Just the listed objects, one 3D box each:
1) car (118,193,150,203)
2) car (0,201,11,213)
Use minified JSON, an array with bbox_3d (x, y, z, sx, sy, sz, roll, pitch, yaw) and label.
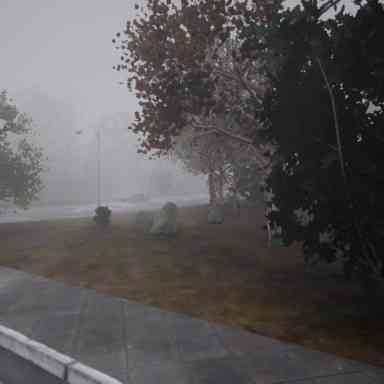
[{"bbox_3d":[-8.930,0.912,51.944,2.033,1.411,5.357,0,3,39],"label":"car"},{"bbox_3d":[-22.151,1.529,35.555,1.837,1.490,4.892,0,1,39],"label":"car"}]
